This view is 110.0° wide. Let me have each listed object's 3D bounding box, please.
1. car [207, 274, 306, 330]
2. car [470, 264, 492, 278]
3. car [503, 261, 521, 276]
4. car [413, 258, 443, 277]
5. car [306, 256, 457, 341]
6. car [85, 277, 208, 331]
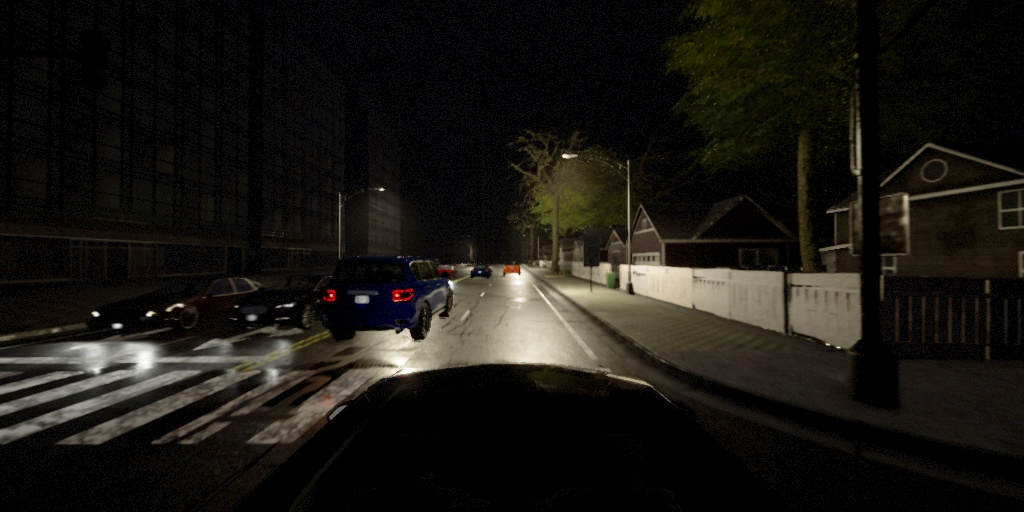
[{"bbox_3d":[-6.601,1.318,11.546,2.128,1.511,4.902,0,0,0],"label":"car"},{"bbox_3d":[-3.155,1.557,37.219,1.994,1.385,4.181,0,0,0],"label":"car"},{"bbox_3d":[-0.006,1.376,42.622,2.097,1.767,4.553,0,0,0],"label":"car"},{"bbox_3d":[-9.802,1.271,42.180,2.150,2.045,5.566,0,-1,1],"label":"car"},{"bbox_3d":[-3.154,1.030,10.228,2.150,2.045,5.566,0,0,0],"label":"car"},{"bbox_3d":[-9.851,1.384,11.604,2.033,1.411,5.357,0,0,0],"label":"car"}]
